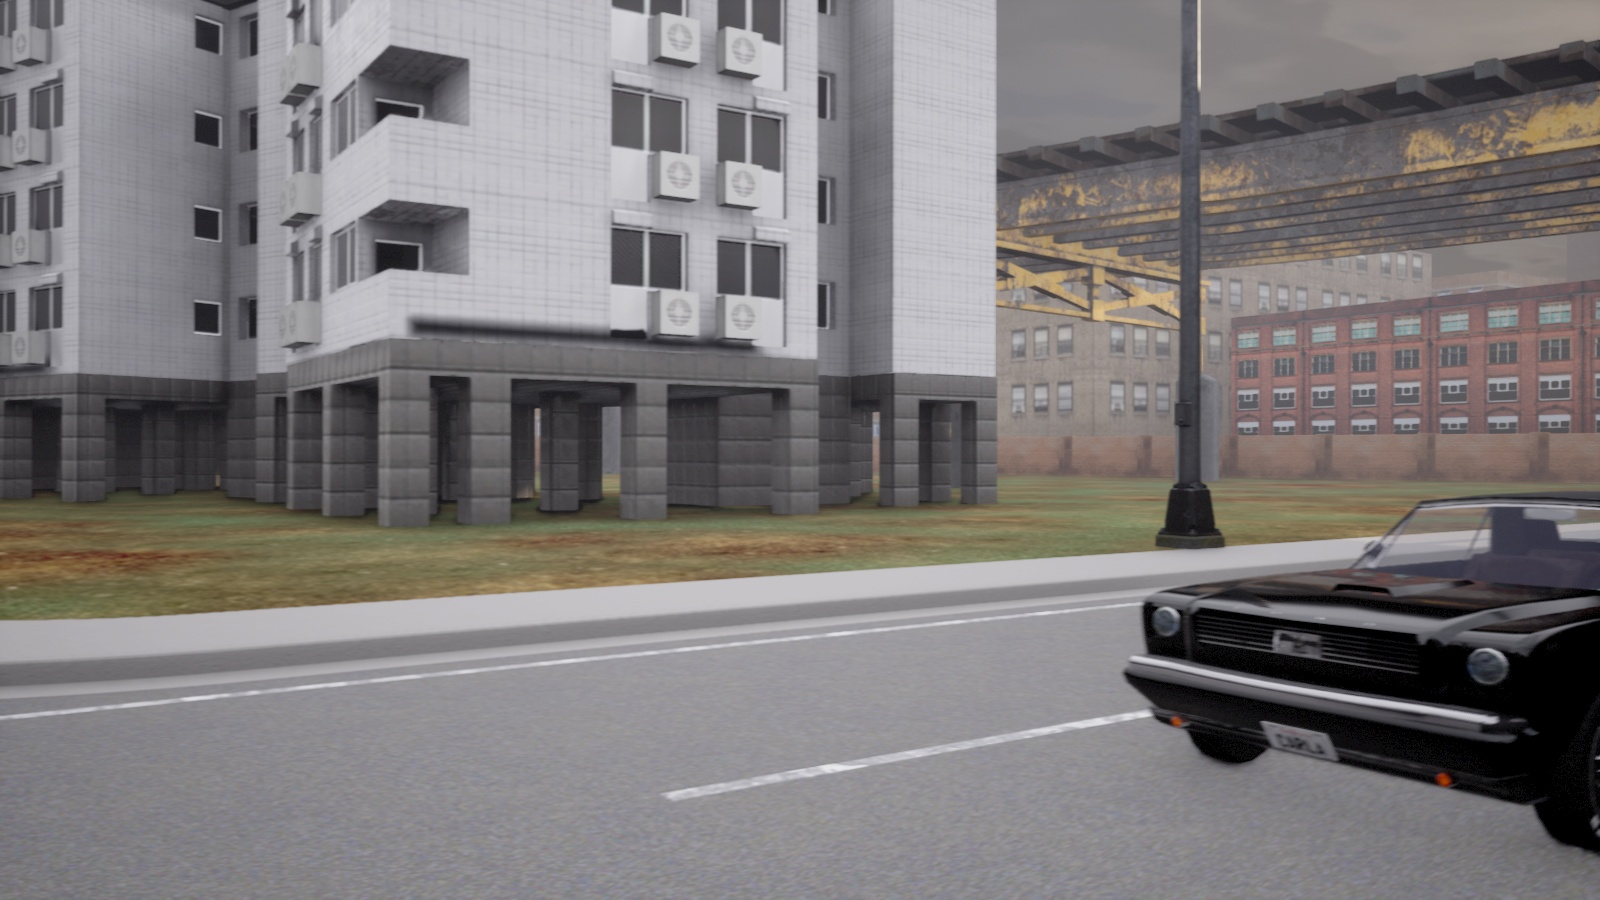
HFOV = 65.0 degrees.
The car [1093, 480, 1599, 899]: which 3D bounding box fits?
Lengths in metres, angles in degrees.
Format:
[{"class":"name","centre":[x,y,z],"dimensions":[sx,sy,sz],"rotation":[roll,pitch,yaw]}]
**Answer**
[{"class":"car","centre":[3.831,0.853,6.305],"dimensions":[4.718,1.301,1.895],"rotation":[0,0,-34]}]
